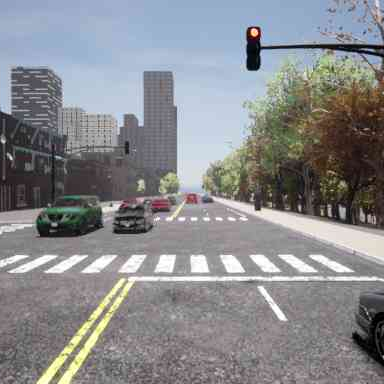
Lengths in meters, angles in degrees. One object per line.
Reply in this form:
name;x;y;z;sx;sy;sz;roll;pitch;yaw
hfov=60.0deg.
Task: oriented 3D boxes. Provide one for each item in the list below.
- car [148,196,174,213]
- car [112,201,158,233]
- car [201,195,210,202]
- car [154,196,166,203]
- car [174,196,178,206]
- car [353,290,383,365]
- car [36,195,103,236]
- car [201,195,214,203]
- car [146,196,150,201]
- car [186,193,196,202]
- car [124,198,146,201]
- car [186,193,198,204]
car;-3.417;1.465;37.621;1.882;1.535;5.008;0;0;0
car;-3.386;1.500;19.822;1.837;1.490;4.892;0;0;0
car;3.114;1.447;75.880;1.882;1.535;5.008;0;0;0
car;-6.626;1.499;69.155;2.033;1.411;5.357;0;0;0
car;-3.438;1.481;55.087;1.837;1.490;4.892;0;1;0
car;3.345;1.547;2.535;2.033;1.411;5.357;0;0;0
car;-6.635;1.216;18.777;2.150;2.045;5.566;0;0;0
car;3.233;1.539;65.852;1.994;1.385;4.181;0;0;0
car;-6.691;1.472;53.449;2.128;1.511;4.902;0;0;0
car;-0.136;1.195;75.692;2.150;2.045;5.566;0;0;0
car;-6.668;1.466;36.632;1.882;1.535;5.008;0;0;0
car;-0.020;1.197;65.156;2.150;2.045;5.566;0;0;0
